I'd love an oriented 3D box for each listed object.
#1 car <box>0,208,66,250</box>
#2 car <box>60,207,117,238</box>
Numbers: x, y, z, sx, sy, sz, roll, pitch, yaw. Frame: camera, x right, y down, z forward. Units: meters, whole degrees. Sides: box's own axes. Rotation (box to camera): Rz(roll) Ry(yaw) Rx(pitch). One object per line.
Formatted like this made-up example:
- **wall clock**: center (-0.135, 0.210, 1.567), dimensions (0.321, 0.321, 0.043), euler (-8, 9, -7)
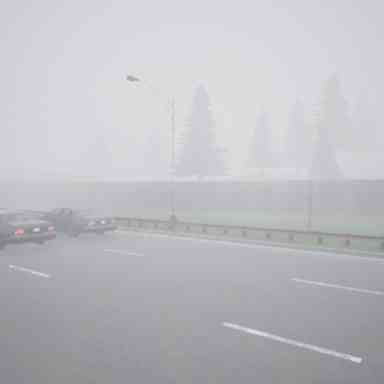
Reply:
- **car**: center (-7.856, 1.458, 13.891), dimensions (5.357, 1.411, 2.033), euler (0, 0, 35)
- **car**: center (-6.187, 1.454, 17.000), dimensions (5.357, 1.411, 2.033), euler (0, 0, 35)
